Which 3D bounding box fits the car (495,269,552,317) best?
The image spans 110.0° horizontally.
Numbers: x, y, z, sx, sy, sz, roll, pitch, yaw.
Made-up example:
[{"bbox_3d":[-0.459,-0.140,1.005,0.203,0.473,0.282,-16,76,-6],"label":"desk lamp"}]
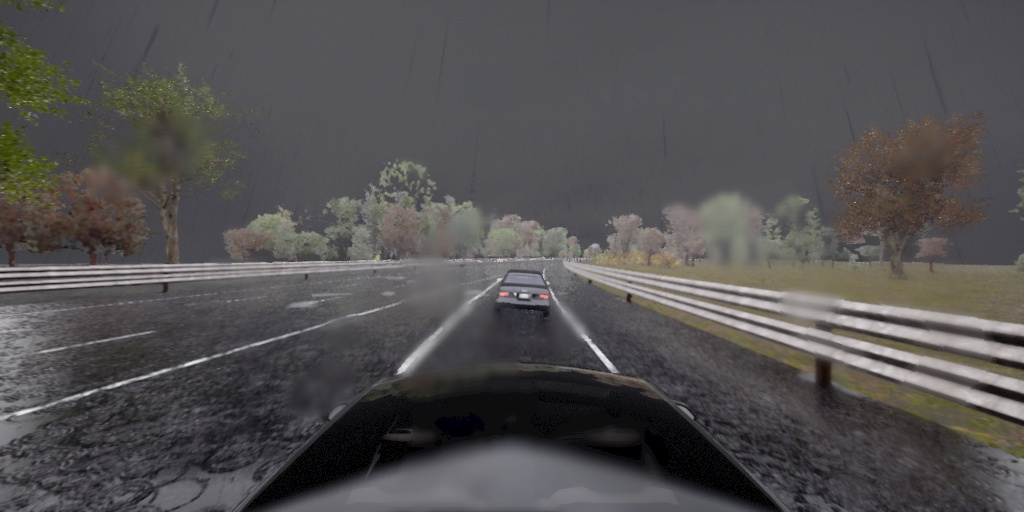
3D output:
[{"bbox_3d":[0.411,1.208,13.029,2.033,1.411,5.357,4,0,1],"label":"car"}]
